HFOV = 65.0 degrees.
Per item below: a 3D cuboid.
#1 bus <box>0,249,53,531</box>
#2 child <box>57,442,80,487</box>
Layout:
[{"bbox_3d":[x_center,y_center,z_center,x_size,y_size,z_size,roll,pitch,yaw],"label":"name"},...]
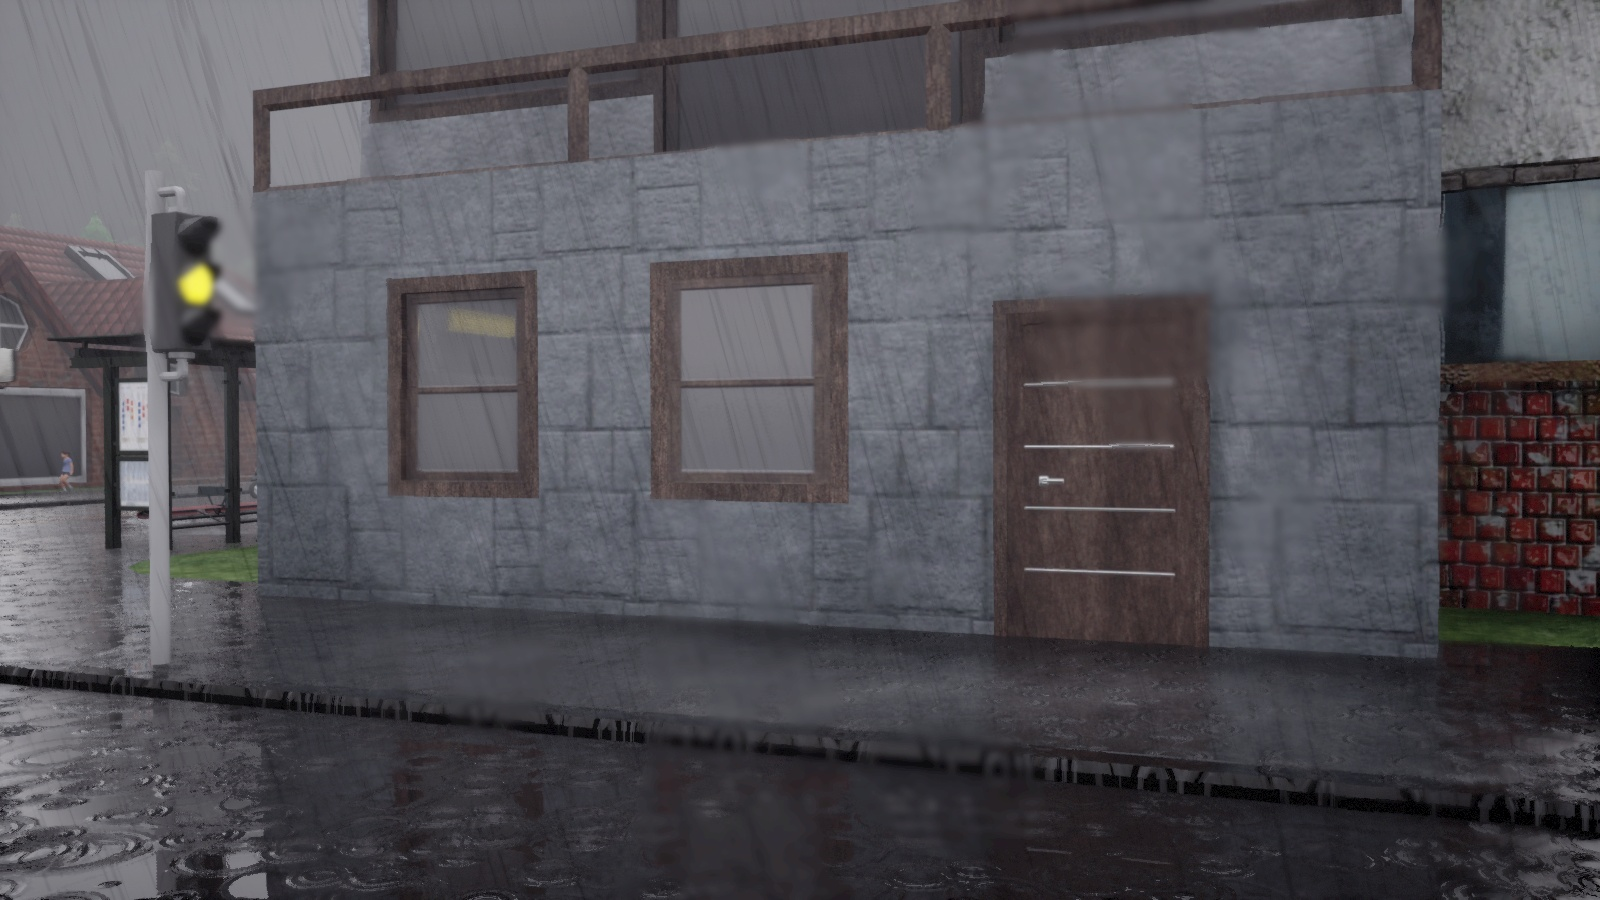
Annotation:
[{"bbox_3d":[-13.759,-0.844,15.099,3.944,4.253,10.273,0,1,-4],"label":"bus"},{"bbox_3d":[-18.051,0.352,30.989,0.255,1.110,0.394,1,1,27],"label":"child"}]
